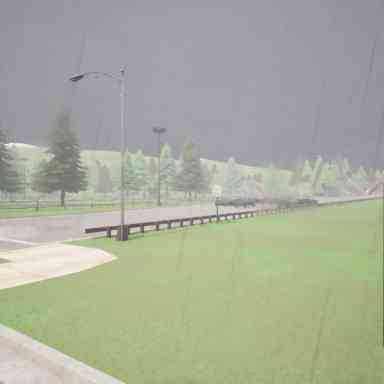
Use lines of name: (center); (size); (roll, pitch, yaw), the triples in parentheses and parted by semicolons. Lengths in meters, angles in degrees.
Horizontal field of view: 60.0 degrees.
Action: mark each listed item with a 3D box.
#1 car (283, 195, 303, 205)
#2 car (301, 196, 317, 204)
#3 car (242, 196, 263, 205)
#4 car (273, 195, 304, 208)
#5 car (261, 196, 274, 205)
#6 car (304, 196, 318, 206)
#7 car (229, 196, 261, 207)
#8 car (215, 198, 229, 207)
car: (17.602, 1.352, 57.900); (2.097, 1.767, 4.553); (0, 0, 35)
car: (23.097, 1.526, 65.753); (1.812, 1.442, 4.674); (0, 0, 35)
car: (11.051, 1.478, 60.919); (1.882, 1.535, 5.008); (0, 0, 35)
car: (13.319, 1.505, 45.761); (1.837, 1.490, 4.892); (0, 0, 35)
car: (13.919, 1.492, 58.913); (2.128, 1.511, 4.902); (0, 0, 35)
car: (19.181, 1.505, 54.223); (1.837, 1.490, 4.892); (0, 0, 35)
car: (8.087, 1.491, 50.483); (2.128, 1.511, 4.902); (0, 0, 35)
car: (5.390, 1.564, 52.719); (1.994, 1.385, 4.181); (0, 0, 35)
